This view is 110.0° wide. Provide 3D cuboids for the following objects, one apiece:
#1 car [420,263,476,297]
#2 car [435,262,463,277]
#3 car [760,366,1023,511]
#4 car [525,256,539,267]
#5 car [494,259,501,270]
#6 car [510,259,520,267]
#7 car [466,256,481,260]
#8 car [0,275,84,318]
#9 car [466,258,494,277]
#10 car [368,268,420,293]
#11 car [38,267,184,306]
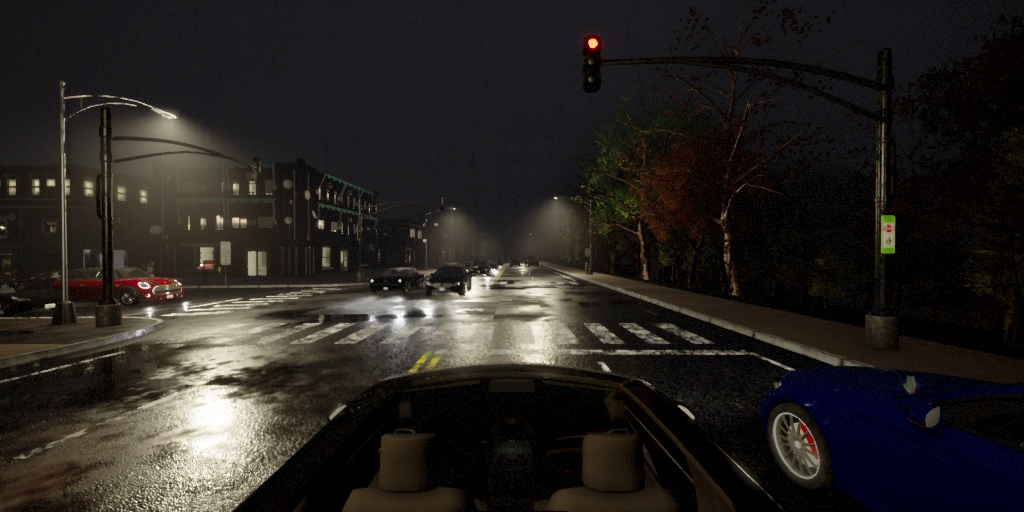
[{"bbox_3d":[-3.222,1.272,18.913,1.812,1.442,4.674,0,0,0],"label":"car"},{"bbox_3d":[-6.335,1.340,36.535,1.895,1.301,4.718,0,0,0],"label":"car"},{"bbox_3d":[3.355,1.276,1.587,1.812,1.442,4.674,0,0,1],"label":"car"},{"bbox_3d":[3.835,1.204,64.653,1.882,1.535,5.008,0,0,1],"label":"car"},{"bbox_3d":[-2.970,1.333,50.802,1.895,1.301,4.718,0,0,1],"label":"car"},{"bbox_3d":[0.585,1.231,64.812,1.837,1.490,4.892,0,0,0],"label":"car"},{"bbox_3d":[-6.144,0.954,58.455,2.150,2.045,5.566,0,0,1],"label":"car"},{"bbox_3d":[-19.858,1.565,13.767,4.313,1.339,1.948,0,0,1],"label":"car"},{"bbox_3d":[-3.090,1.244,35.807,1.837,1.490,4.892,0,0,0],"label":"car"},{"bbox_3d":[-6.457,1.346,20.558,1.895,1.301,4.718,0,0,0],"label":"car"},{"bbox_3d":[-17.994,1.302,16.484,4.553,1.767,2.097,-1,1,0],"label":"car"}]
